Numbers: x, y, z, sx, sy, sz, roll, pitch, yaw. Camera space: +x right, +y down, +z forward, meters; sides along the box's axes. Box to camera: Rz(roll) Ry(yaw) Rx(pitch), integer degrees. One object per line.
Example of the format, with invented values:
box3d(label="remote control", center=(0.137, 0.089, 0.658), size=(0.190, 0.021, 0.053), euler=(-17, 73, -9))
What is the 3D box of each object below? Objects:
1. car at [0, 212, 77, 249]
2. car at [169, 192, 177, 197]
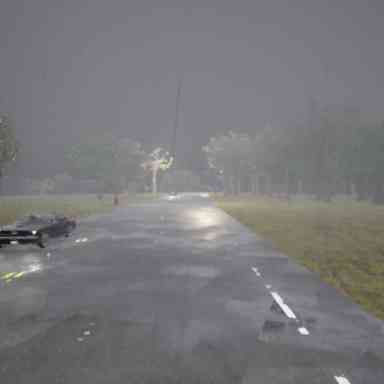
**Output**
box3d(label="car", center=(-6.814, 1.619, 14.878), size=(1.895, 1.301, 4.718), euler=(0, 0, -1))
box3d(label="car", center=(-5.329, 0.604, 93.785), size=(1.994, 1.385, 4.181), euler=(0, 2, 2))
